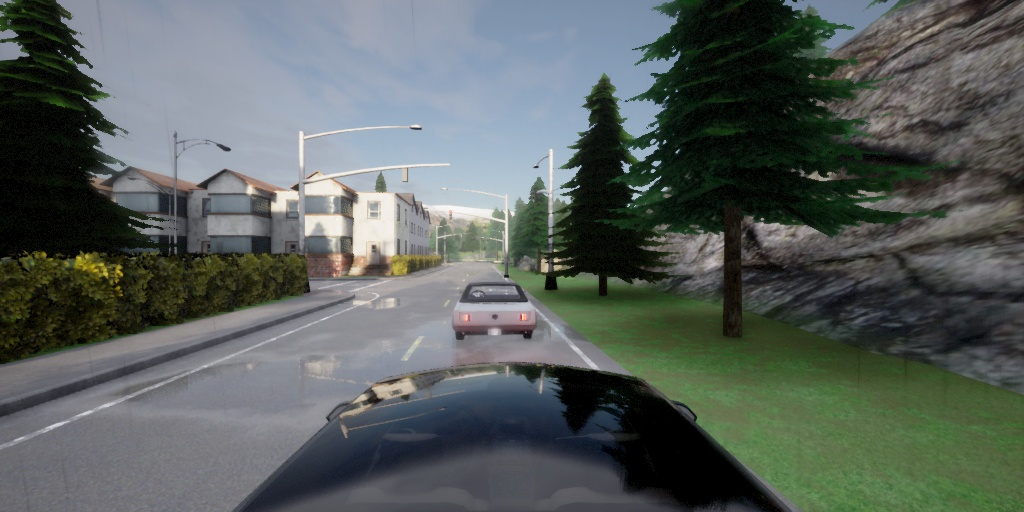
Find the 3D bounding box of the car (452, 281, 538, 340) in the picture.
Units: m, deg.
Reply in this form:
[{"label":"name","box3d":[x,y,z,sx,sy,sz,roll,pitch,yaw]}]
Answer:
[{"label":"car","box3d":[-0.526,1.351,9.954,1.895,1.301,4.718,0,0,-4]}]
